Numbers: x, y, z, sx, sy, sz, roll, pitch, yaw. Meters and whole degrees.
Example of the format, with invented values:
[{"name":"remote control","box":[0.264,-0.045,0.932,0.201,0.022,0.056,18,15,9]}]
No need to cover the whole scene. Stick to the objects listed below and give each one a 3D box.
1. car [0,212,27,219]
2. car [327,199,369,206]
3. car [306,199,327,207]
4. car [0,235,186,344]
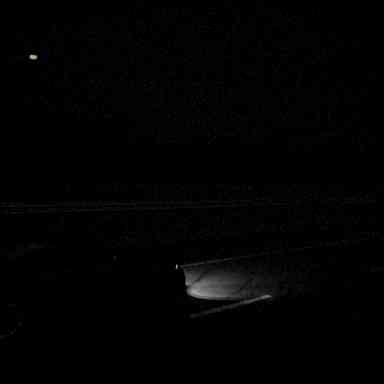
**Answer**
[{"name":"car","box":[-9.433,1.540,14.454,5.357,1.411,2.033,0,0,-35]},{"name":"car","box":[17.920,1.509,37.553,5.008,1.535,1.882,0,0,-34]},{"name":"car","box":[16.263,1.573,40.662,5.357,1.411,2.033,0,0,-34]},{"name":"car","box":[-2.181,1.563,6.471,4.181,1.385,1.994,0,0,-35]}]
